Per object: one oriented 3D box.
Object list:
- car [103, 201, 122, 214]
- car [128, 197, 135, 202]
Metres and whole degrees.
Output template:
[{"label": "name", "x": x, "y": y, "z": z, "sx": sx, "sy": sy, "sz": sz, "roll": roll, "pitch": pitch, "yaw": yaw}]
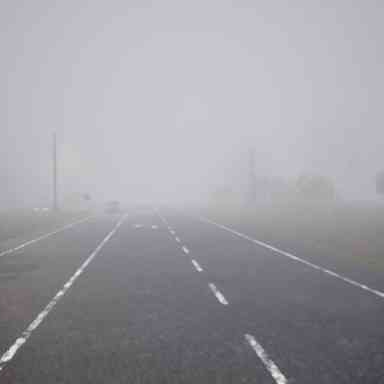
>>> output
[{"label": "car", "x": -9.226, "y": 1.801, "z": 38.941, "sx": 1.837, "sy": 1.490, "sz": 4.892, "roll": -1, "pitch": 0, "yaw": -8}, {"label": "car", "x": -16.858, "y": 2.049, "z": 93.240, "sx": 2.033, "sy": 1.411, "sz": 5.357, "roll": -1, "pitch": 0, "yaw": -8}]
